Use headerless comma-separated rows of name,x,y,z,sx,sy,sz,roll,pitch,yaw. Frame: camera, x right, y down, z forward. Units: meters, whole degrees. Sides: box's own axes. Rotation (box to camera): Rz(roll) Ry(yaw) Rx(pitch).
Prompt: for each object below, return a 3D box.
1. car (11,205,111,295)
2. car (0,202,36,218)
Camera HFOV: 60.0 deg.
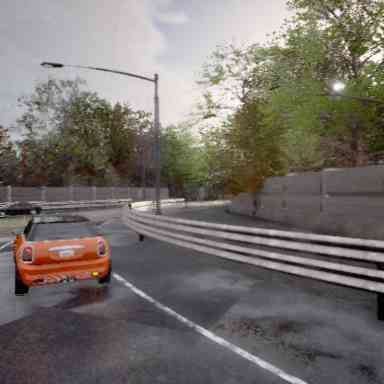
car,-3.786,1.405,9.296,2.097,1.767,4.553,-1,0,-28
car,-17.769,1.778,33.633,4.892,1.490,1.837,0,0,-45
